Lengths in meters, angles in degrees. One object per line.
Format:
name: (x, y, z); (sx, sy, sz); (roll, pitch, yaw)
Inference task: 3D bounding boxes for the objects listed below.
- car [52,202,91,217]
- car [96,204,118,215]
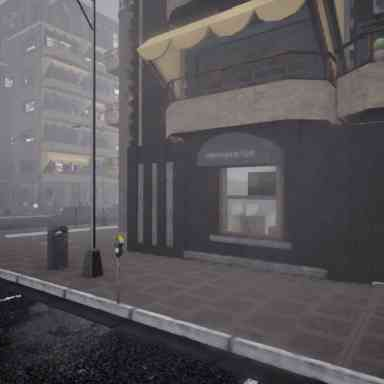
car: (-12.770, 1.821, 35.347); (1.967, 1.590, 4.097); (-1, -1, 35)
car: (-9.482, 2.063, 39.967); (1.802, 1.307, 4.206); (-1, -1, 35)
